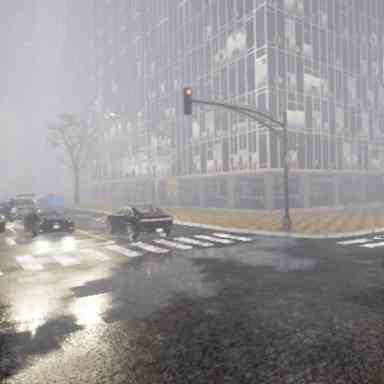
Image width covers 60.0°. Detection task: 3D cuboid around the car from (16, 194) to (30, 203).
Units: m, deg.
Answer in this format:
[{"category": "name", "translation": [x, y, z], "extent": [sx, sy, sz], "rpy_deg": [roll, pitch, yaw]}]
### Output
[{"category": "car", "translation": [-33.635, 1.284, 66.109], "extent": [1.967, 1.590, 4.097], "rpy_deg": [-1, 0, -34]}]

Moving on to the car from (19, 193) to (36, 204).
[{"category": "car", "translation": [-30.431, 1.158, 61.414], "extent": [2.192, 1.841, 5.009], "rpy_deg": [-1, 0, -34]}]

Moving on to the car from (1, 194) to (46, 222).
[{"category": "car", "translation": [-13.191, 1.305, 25.876], "extent": [2.097, 1.767, 4.553], "rpy_deg": [-1, 1, -35]}]

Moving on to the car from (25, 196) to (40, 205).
[{"category": "car", "translation": [-27.224, 1.424, 56.721], "extent": [1.802, 1.307, 4.206], "rpy_deg": [-1, 0, -34]}]

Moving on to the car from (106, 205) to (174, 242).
[{"category": "car", "translation": [-2.630, 1.371, 15.881], "extent": [2.128, 1.511, 4.902], "rpy_deg": [-1, 1, -32]}]

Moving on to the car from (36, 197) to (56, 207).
[{"category": "car", "translation": [-20.815, 1.422, 47.332], "extent": [1.802, 1.307, 4.206], "rpy_deg": [-1, 0, -34]}]

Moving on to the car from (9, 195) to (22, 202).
[{"category": "car", "translation": [-40.042, 1.395, 75.498], "extent": [2.008, 1.369, 4.403], "rpy_deg": [-1, 0, -34]}]

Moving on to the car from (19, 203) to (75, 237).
[{"category": "car", "translation": [-7.734, 1.512, 17.884], "extent": [1.994, 1.385, 4.181], "rpy_deg": [-1, 1, -34]}]

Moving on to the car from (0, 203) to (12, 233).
[{"category": "car", "translation": [-11.821, 1.573, 19.063], "extent": [1.947, 1.339, 4.313], "rpy_deg": [-1, 0, -34]}]

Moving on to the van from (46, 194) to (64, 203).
[{"category": "van", "translation": [-17.614, 1.179, 42.636], "extent": [1.690, 1.788, 3.998], "rpy_deg": [-1, 0, -34]}]
